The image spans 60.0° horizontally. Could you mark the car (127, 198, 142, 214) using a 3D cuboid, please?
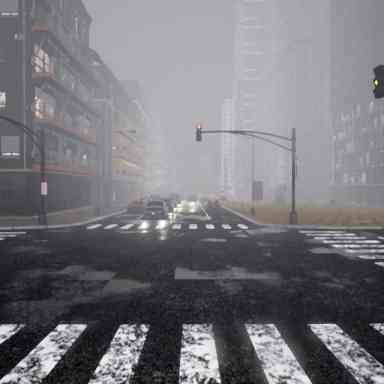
[{"bbox_3d":[-5.746,1.539,35.320,1.887,1.381,4.507,-1,0,0],"label":"car"}]

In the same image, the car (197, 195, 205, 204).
[{"bbox_3d":[2.565,1.549,63.633,2.008,1.369,4.403,-1,0,0],"label":"car"}]

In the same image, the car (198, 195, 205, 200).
[{"bbox_3d":[2.527,1.532,92.049,1.752,1.417,4.829,-1,0,0],"label":"car"}]

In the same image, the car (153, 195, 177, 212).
[{"bbox_3d":[-3.145,1.472,38.840,1.882,1.535,5.008,0,0,0],"label":"car"}]

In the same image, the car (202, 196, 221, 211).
[{"bbox_3d":[2.593,1.539,41.038,1.887,1.381,4.507,-1,0,0],"label":"car"}]

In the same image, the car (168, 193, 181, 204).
[{"bbox_3d":[-3.116,1.219,59.280,2.150,2.045,5.566,0,0,1],"label":"car"}]

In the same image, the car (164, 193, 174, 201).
[{"bbox_3d":[-5.815,1.319,86.161,2.192,1.841,5.009,-1,0,0],"label":"car"}]

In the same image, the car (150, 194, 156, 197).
[{"bbox_3d":[-5.755,1.434,40.969,1.967,1.590,4.097,-1,0,0],"label":"car"}]

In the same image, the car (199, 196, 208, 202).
[{"bbox_3d":[2.550,1.545,74.931,1.887,1.381,4.507,-1,0,0],"label":"car"}]

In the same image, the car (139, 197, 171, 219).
[{"bbox_3d":[-3.136,1.500,29.293,1.837,1.490,4.892,0,0,0],"label":"car"}]

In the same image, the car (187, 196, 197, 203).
[{"bbox_3d":[0.012,1.477,69.752,1.882,1.535,5.008,0,0,0],"label":"car"}]

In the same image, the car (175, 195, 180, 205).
[{"bbox_3d":[-3.152,1.521,48.723,1.812,1.442,4.674,0,0,0],"label":"car"}]

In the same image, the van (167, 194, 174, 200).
[{"bbox_3d":[-5.822,1.347,91.809,1.690,1.788,3.998,-1,0,0],"label":"van"}]

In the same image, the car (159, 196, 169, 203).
[{"bbox_3d":[-5.790,1.581,69.214,1.802,1.307,4.206,-1,0,0],"label":"car"}]
